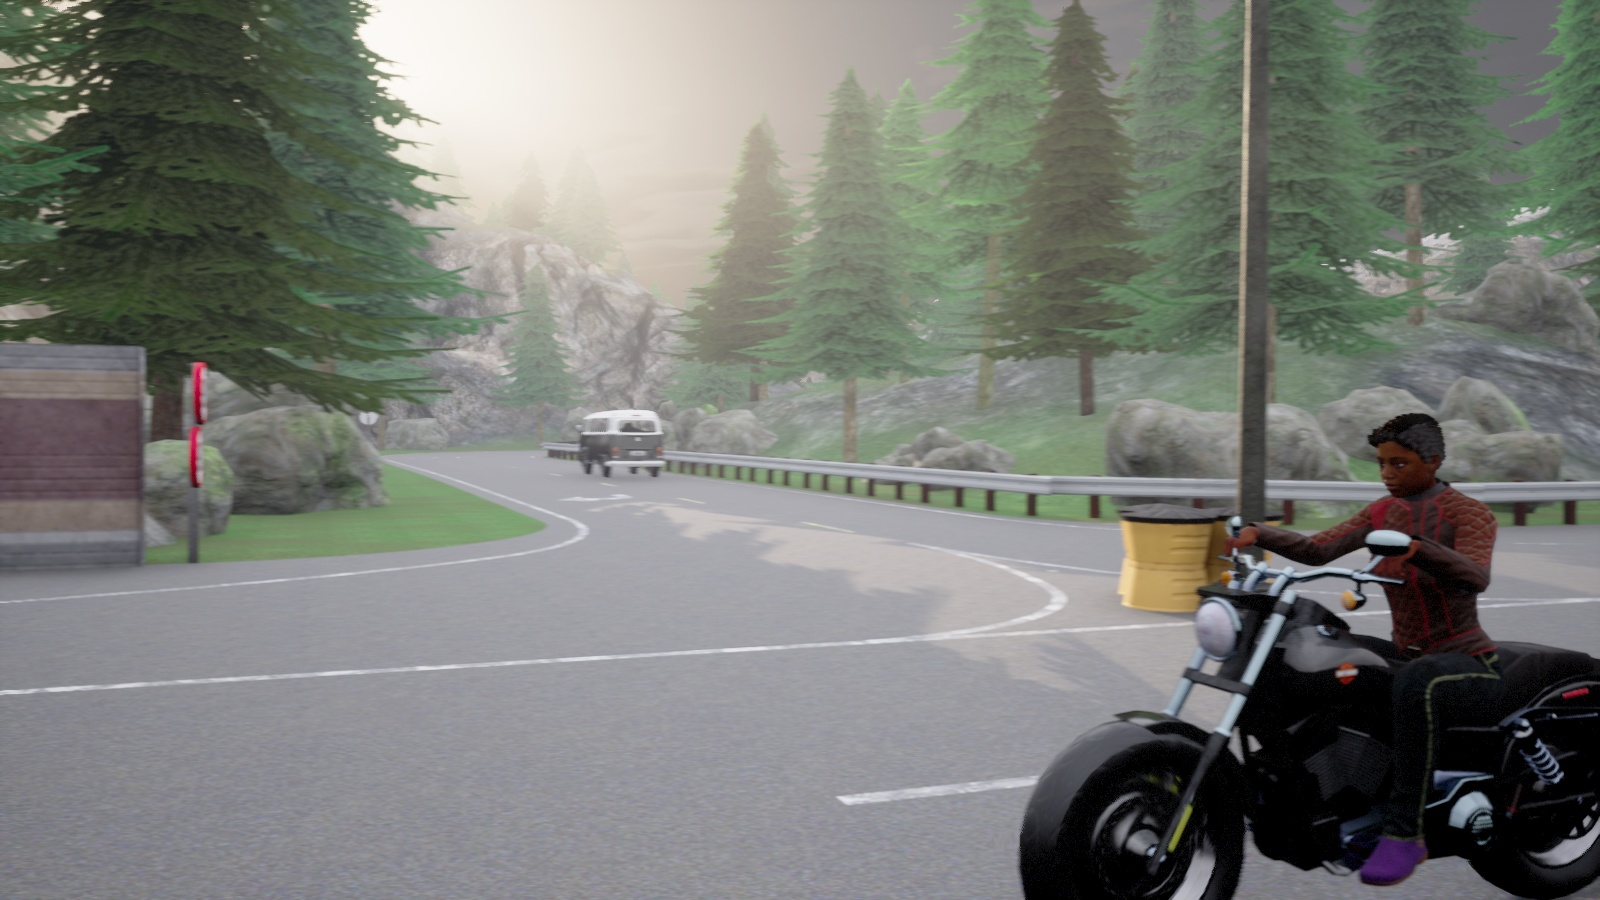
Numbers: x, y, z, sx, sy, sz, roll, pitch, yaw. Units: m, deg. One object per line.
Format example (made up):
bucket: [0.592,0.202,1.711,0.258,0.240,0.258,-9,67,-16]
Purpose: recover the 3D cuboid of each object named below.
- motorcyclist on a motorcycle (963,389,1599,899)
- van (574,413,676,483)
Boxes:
motorcyclist on a motorcycle: [1.748,0.654,3.902,2.350,1.649,0.766,-2,1,-21]
van: [-5.525,-0.092,39.198,2.069,2.038,4.480,-1,1,-22]
